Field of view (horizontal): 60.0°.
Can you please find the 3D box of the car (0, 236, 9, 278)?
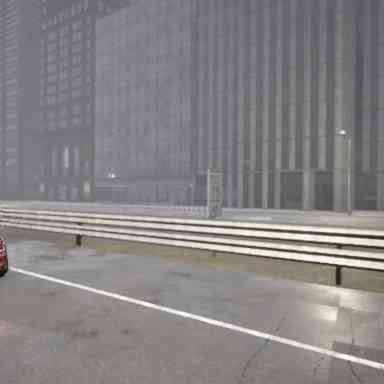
[{"bbox_3d":[-6.908,1.361,8.731,4.553,1.767,2.097,0,0,33],"label":"car"}]
